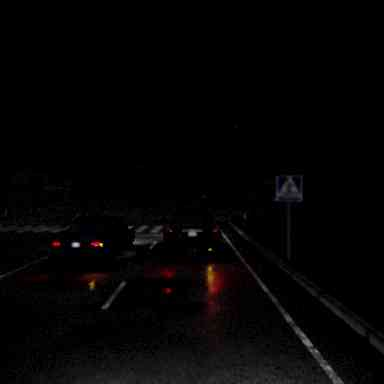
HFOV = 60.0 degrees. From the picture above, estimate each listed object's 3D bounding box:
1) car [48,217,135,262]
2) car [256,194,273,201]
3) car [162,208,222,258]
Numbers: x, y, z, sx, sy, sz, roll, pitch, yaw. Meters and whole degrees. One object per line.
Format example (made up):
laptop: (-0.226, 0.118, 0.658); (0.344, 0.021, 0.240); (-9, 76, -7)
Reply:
car: (-3.481, 1.654, 12.504); (2.033, 1.411, 5.357); (0, 0, 0)
car: (16.078, 1.182, 74.016); (1.994, 1.385, 4.181); (-1, 1, -23)
car: (0.031, 1.464, 13.398); (2.097, 1.767, 4.553); (0, 0, 1)
